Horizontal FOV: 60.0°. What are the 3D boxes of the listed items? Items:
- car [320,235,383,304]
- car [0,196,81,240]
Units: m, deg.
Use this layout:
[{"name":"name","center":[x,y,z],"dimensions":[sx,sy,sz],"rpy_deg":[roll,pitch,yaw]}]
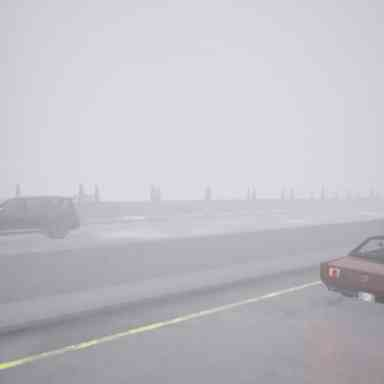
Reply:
[{"name":"car","center":[4.968,1.602,7.294],"dimensions":[4.718,1.301,1.895],"rpy_deg":[0,0,-36]},{"name":"car","center":[-8.049,1.221,15.448],"dimensions":[5.566,2.045,2.150],"rpy_deg":[0,0,-36]}]
